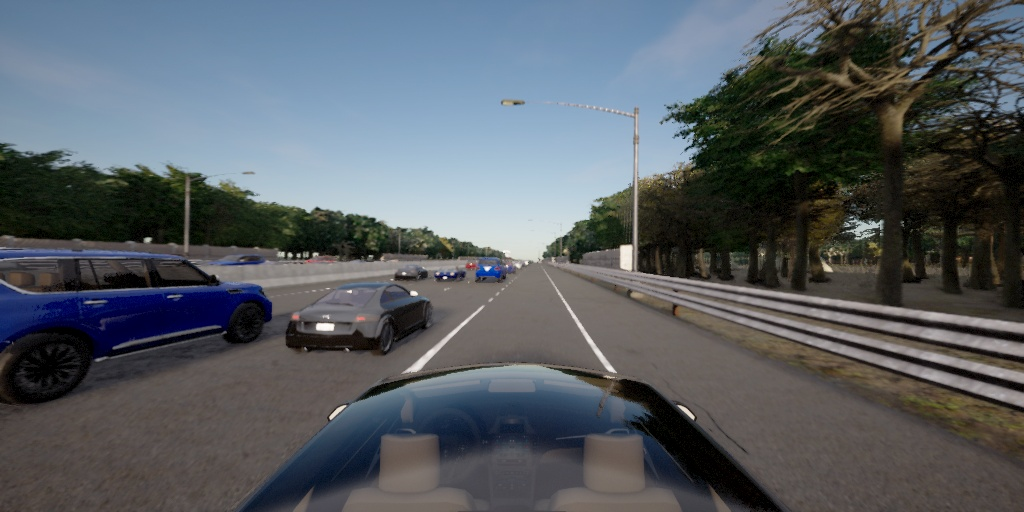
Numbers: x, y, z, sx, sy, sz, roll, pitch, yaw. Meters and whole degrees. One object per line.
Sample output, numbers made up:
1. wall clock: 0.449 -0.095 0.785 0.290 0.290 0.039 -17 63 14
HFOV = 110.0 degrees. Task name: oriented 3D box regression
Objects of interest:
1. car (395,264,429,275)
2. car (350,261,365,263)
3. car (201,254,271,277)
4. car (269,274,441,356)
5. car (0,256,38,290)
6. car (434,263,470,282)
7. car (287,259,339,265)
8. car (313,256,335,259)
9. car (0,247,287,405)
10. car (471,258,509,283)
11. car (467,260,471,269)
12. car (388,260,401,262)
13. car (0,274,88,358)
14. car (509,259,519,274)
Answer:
1. car: -8.773 1.431 31.650 1.994 1.385 4.181 1 0 4
2. car: -21.584 1.368 49.744 1.812 1.442 4.674 1 0 5
3. car: -26.192 0.874 34.372 2.150 2.045 5.566 1 0 4
4. car: -3.364 1.323 8.729 1.994 1.385 4.181 1 0 4
5. car: -27.388 0.854 17.573 2.097 1.767 4.553 1 0 4
6. car: -5.281 1.514 31.427 1.895 1.301 4.718 1 0 4
7. car: -19.135 1.301 34.975 2.033 1.411 5.357 1 0 4
8. car: -28.308 1.009 53.252 2.150 2.045 5.566 1 -1 4
9. car: -7.035 0.911 6.341 2.150 2.045 5.566 1 0 4
10. car: -1.783 1.180 31.222 2.150 2.045 5.566 1 0 4
11. car: -6.669 1.515 61.595 2.097 1.767 4.553 1 -1 4
12. car: -17.748 1.411 53.824 1.882 1.535 5.008 1 -1 4
13. car: -10.595 1.142 5.641 1.837 1.490 4.892 1 0 4
14. car: -0.527 1.476 49.129 2.097 1.767 4.553 1 -1 4
